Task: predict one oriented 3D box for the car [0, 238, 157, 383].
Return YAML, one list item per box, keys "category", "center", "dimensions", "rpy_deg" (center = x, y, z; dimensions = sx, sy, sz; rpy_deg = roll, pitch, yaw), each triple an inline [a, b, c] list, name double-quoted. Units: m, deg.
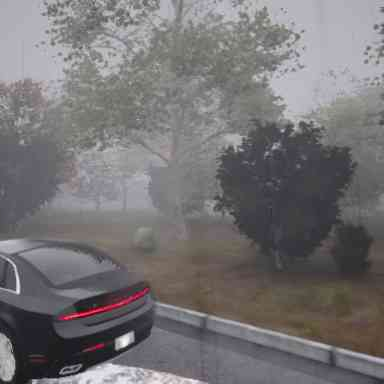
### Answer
- category: "car"
  center: [-2.766, 1.511, 5.350]
  dimensions: [4.892, 1.490, 1.837]
  rpy_deg: [0, 0, 35]
